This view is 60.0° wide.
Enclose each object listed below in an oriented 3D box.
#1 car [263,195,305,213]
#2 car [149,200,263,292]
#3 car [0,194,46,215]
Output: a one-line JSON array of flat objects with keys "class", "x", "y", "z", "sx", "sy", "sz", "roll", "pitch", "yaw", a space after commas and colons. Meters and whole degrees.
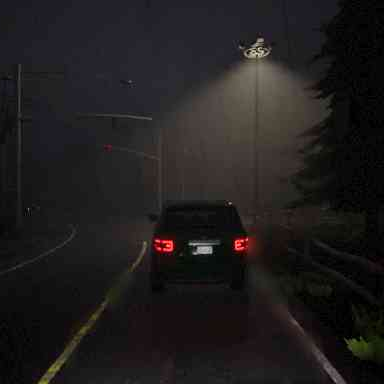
[{"class": "car", "x": 7.255, "y": 1.248, "z": 29.851, "sx": 5.566, "sy": 2.045, "sz": 2.150, "roll": 0, "pitch": 0, "yaw": -8}, {"class": "car", "x": 0.010, "y": 1.221, "z": 9.128, "sx": 2.150, "sy": 2.045, "sz": 5.566, "roll": 0, "pitch": 0, "yaw": -5}, {"class": "car", "x": -17.568, "y": 1.221, "z": 34.203, "sx": 5.566, "sy": 2.045, "sz": 2.150, "roll": 0, "pitch": 0, "yaw": 30}]
